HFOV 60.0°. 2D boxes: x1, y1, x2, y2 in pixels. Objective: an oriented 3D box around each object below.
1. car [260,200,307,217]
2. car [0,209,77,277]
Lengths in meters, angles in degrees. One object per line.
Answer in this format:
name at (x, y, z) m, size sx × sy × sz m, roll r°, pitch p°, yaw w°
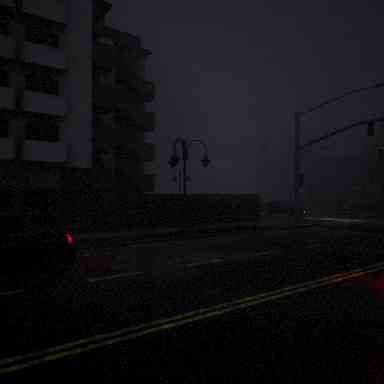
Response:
car at (8.435, 1.491, 31.304) m, size 2.128 × 1.511 × 4.902 m, roll 0°, pitch 0°, yaw -37°
car at (-5.504, 1.353, 8.652) m, size 4.553 × 1.767 × 2.097 m, roll 0°, pitch 0°, yaw -35°
